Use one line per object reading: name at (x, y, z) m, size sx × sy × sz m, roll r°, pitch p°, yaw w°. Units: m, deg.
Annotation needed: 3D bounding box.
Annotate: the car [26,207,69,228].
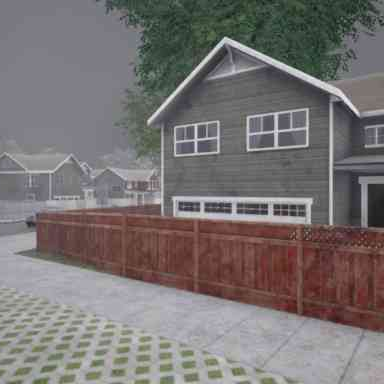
car at (-9.446, 1.730, 23.238) m, size 1.994 × 1.385 × 4.181 m, roll 0°, pitch -1°, yaw 15°
